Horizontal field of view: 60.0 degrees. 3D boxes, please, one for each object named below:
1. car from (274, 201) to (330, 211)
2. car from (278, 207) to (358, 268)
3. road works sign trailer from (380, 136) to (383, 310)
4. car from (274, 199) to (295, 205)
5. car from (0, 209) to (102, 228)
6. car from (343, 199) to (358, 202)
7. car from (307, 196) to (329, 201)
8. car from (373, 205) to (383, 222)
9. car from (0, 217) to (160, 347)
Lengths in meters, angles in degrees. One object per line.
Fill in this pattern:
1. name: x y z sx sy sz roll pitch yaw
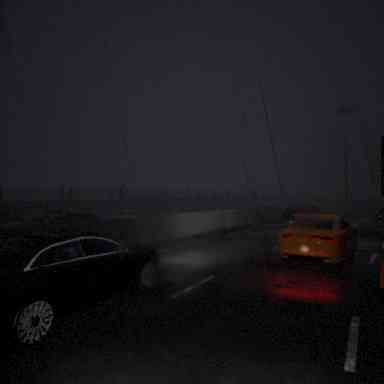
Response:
1. car: 7.404 1.539 21.617 1.837 1.490 4.892 0 0 38
2. car: 4.553 1.496 11.653 1.882 1.535 5.008 0 0 32
3. road works sign trailer: 5.329 0.475 6.937 2.380 3.560 2.880 0 0 33
4. car: 13.583 1.639 47.750 4.181 1.385 1.994 0 0 -39
5. car: -6.096 1.515 14.684 2.128 1.511 4.902 0 0 31
6. car: 21.312 1.671 44.986 4.718 1.301 1.895 0 0 -38
7. car: 17.232 1.424 46.213 4.553 1.767 2.097 0 0 -38
8. car: 15.480 1.604 25.526 1.994 1.385 4.181 0 0 44
9. car: -2.451 1.502 6.509 2.128 1.511 4.902 0 0 27
